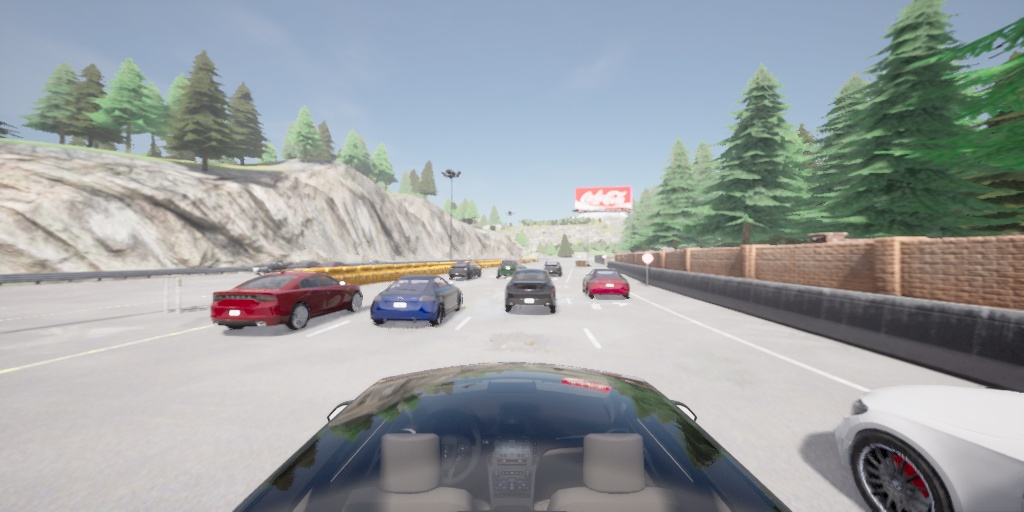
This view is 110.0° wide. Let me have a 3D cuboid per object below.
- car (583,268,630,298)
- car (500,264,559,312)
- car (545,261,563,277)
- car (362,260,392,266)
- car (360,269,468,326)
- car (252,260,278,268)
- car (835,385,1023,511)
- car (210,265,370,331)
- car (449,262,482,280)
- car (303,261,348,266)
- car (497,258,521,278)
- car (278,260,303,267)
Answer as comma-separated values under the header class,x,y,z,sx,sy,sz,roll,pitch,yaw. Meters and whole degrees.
class,x,y,z,sx,sy,sz,roll,pitch,yaw
car,4.780,1.325,18.606,1.994,1.385,4.181,0,0,7
car,0.798,1.256,14.420,1.837,1.490,4.892,0,0,5
car,4.050,1.246,35.908,2.128,1.511,4.902,0,0,10
car,-13.873,1.198,36.282,2.128,1.511,4.902,0,0,10
car,-2.923,1.304,11.763,1.994,1.385,4.181,0,0,4
car,-24.388,1.167,37.123,2.128,1.511,4.902,0,0,10
car,3.663,1.286,1.057,1.812,1.442,4.674,0,0,0
car,-6.477,1.208,11.037,1.882,1.535,5.008,0,0,3
car,-3.944,1.226,30.828,2.128,1.511,4.902,0,0,10
car,-17.651,1.221,35.069,1.812,1.442,4.674,0,0,10
car,0.021,1.098,33.178,2.097,1.767,4.553,0,0,10
car,-20.935,1.211,36.573,1.812,1.442,4.674,0,0,10
